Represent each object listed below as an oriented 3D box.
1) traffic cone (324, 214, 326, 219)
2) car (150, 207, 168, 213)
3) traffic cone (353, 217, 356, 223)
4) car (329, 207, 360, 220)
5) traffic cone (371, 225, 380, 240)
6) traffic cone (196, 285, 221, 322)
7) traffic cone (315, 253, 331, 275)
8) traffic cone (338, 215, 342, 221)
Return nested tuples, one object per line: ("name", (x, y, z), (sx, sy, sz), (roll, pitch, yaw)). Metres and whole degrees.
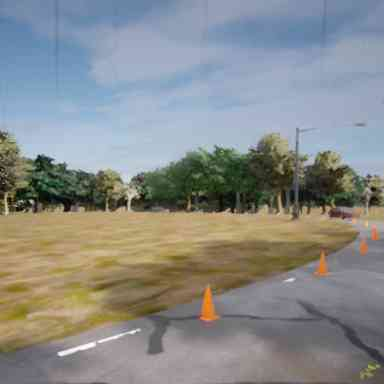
("traffic cone", (15.764, 2.894, 39.350), (0.340, 0.580, 0.340), (2, -3, 1))
("car", (-8.417, 4.587, 84.613), (4.902, 1.511, 2.128), (-2, -4, 34))
("traffic cone", (14.625, 2.508, 30.002), (0.340, 0.580, 0.340), (1, -2, 13))
("car", (17.895, 2.478, 39.277), (1.882, 1.535, 5.008), (2, -3, 0))
("traffic cone", (9.355, 2.116, 16.921), (0.340, 0.580, 0.340), (1, -1, 31))
("traffic cone", (0.301, 1.999, 6.095), (0.340, 0.580, 0.340), (0, 0, -41))
("traffic cone", (3.693, 2.005, 9.382), (0.340, 0.580, 0.340), (0, 0, 43))
("traffic cone", (15.439, 2.690, 34.647), (0.340, 0.580, 0.340), (1, -2, 7))
